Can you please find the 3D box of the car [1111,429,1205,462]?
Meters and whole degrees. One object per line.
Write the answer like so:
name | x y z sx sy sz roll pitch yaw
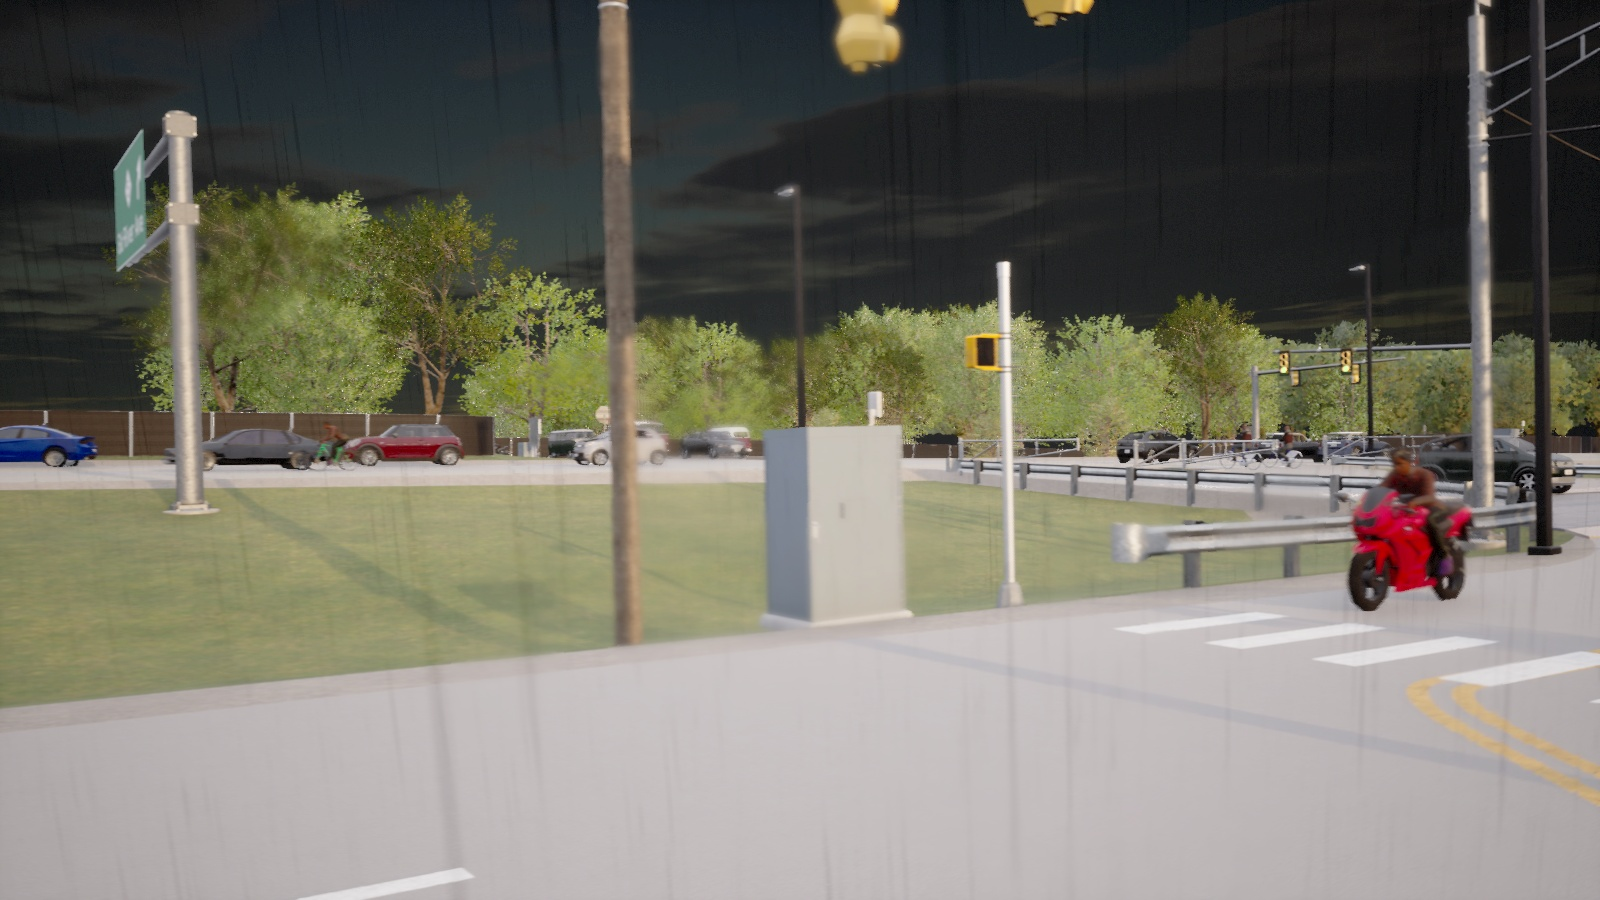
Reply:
car | 16.243 -0.194 56.956 4.193 1.474 1.816 0 0 -34

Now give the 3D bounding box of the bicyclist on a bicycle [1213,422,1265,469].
bicyclist on a bicycle | 16.974 -0.186 48.588 0.659 1.776 1.843 -1 2 -36

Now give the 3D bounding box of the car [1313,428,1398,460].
car | 26.388 -0.268 59.645 3.806 1.475 1.970 0 0 -34

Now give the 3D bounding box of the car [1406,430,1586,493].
car | 18.137 0.291 32.850 1.789 1.549 3.705 -1 0 -34

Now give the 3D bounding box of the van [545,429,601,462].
van | -14.524 -0.245 80.234 1.775 1.987 4.442 -2 0 -35

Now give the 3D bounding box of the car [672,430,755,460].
car | -4.612 -0.259 65.982 2.128 1.511 4.902 -1 1 -35

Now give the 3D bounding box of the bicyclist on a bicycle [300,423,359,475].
bicyclist on a bicycle | -14.941 -0.049 39.892 1.656 1.620 0.582 -1 0 -34

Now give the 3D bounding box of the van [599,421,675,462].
van | -8.521 -0.441 65.460 2.069 2.038 4.480 -1 1 -35

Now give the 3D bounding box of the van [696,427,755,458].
van | -5.184 -0.504 87.026 2.069 2.038 4.480 -2 1 -34

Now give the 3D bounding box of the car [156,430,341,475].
car | -18.312 0.070 41.828 5.357 1.411 2.033 -1 0 -34

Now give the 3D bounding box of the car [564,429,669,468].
car | -7.208 -0.070 49.412 3.633 1.501 1.845 -1 0 -34

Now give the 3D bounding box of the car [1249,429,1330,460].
car | 24.387 -0.258 62.516 3.806 1.475 1.970 0 0 -34

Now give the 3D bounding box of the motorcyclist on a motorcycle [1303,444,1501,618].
motorcyclist on a motorcycle | 5.760 0.716 11.976 2.044 1.523 0.797 -1 0 -35

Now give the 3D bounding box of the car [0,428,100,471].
car | -28.405 -0.023 45.462 5.008 1.535 1.882 0 0 -15

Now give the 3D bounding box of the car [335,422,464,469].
car | -15.760 -0.183 49.407 4.553 1.767 2.097 0 0 -26

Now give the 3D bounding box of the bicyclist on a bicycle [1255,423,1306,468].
bicyclist on a bicycle | 19.524 -0.211 51.043 0.659 1.776 1.843 0 2 -36
